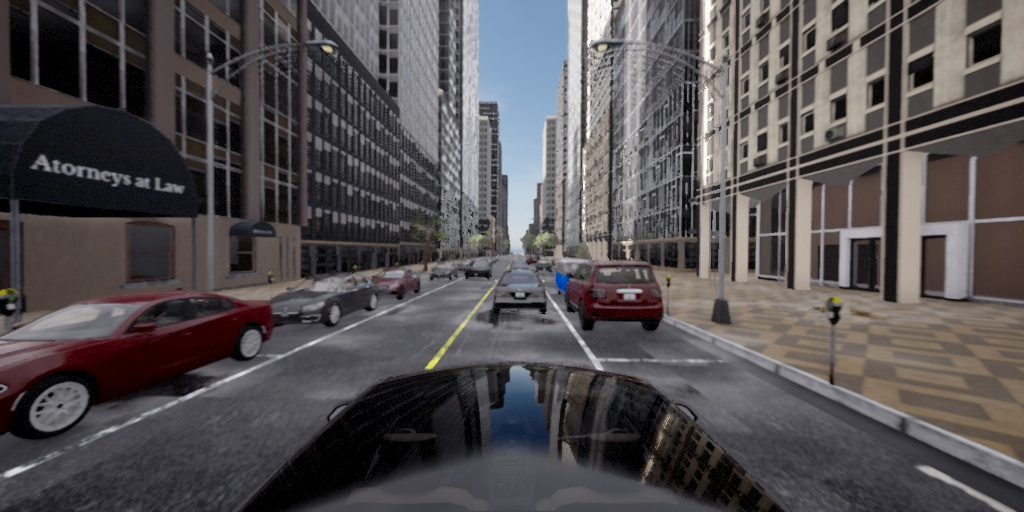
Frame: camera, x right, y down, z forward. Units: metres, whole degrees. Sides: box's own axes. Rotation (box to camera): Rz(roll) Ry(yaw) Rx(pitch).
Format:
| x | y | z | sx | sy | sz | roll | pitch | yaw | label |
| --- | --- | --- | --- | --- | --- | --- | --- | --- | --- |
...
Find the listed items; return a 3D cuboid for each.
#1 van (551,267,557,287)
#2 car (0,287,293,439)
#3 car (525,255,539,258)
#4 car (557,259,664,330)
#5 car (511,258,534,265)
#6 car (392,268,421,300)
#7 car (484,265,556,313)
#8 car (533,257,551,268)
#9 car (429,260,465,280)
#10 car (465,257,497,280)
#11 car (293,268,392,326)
| x | y | z | sx | sy | sz | roll | pitch | yaw | label |
| --- | --- | --- | --- | --- | --- | --- | --- | --- | --- |
| 2.935 | 1.026 | 16.541 | 1.690 | 1.789 | 3.998 | 0 | 0 | 1 | van |
| -5.662 | 1.235 | 5.337 | 1.888 | 1.381 | 4.507 | 0 | 0 | 1 | car |
| 3.809 | 0.743 | 62.001 | 2.192 | 1.841 | 5.009 | 0 | 0 | 1 | car |
| 2.826 | 1.032 | 10.858 | 2.192 | 1.841 | 5.009 | 0 | 0 | 1 | car |
| 0.655 | 1.126 | 32.269 | 2.033 | 1.411 | 5.357 | 0 | 0 | 1 | car |
| -5.444 | 1.208 | 16.702 | 1.802 | 1.307 | 4.207 | 0 | 0 | 1 | car |
| 0.294 | 1.231 | 13.560 | 2.033 | 1.411 | 5.357 | 0 | 0 | 1 | car |
| 3.372 | 1.108 | 39.271 | 2.007 | 1.370 | 4.403 | 0 | 0 | 1 | car |
| -5.226 | 1.113 | 28.067 | 2.007 | 1.370 | 4.403 | 0 | 0 | 1 | car |
| -2.583 | 1.053 | 28.915 | 1.882 | 1.535 | 5.008 | 0 | 0 | 1 | car |
| -5.554 | 1.208 | 11.019 | 2.007 | 1.370 | 4.403 | 0 | 0 | 1 | car |
